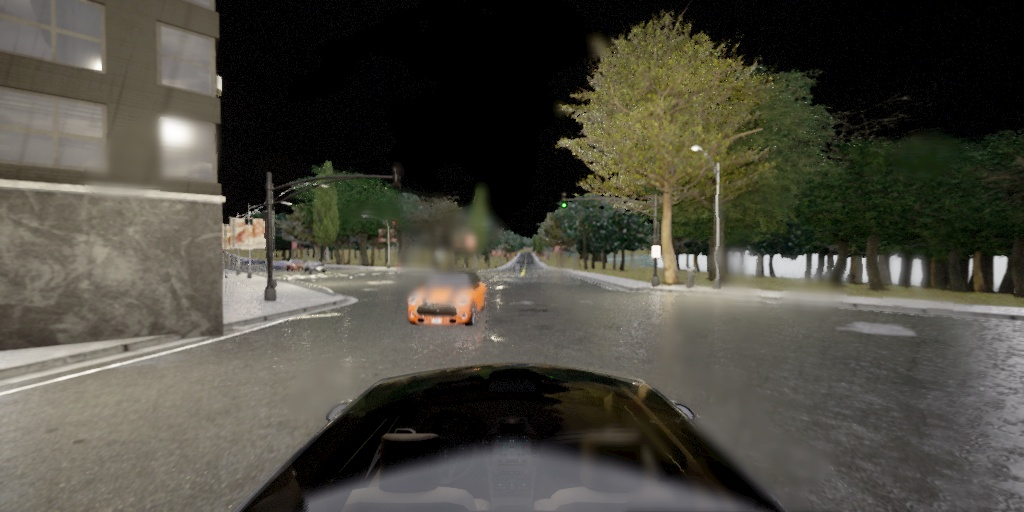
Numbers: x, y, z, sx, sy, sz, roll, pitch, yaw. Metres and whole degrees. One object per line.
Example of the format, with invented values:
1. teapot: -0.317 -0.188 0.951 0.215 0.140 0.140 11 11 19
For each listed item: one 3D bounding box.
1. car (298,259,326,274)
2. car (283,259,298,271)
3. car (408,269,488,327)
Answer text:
1. car: -24.821 1.397 44.995 2.128 1.511 4.902 -1 1 -42
2. car: -31.050 1.279 51.770 2.097 1.767 4.553 -1 0 -42
3. car: -2.153 1.357 13.196 2.097 1.767 4.553 1 1 4
